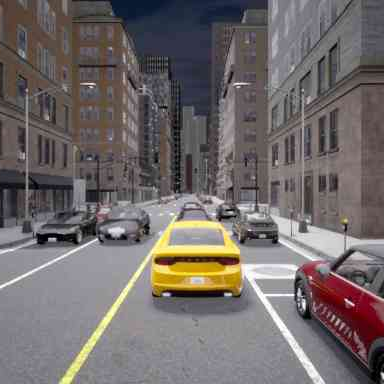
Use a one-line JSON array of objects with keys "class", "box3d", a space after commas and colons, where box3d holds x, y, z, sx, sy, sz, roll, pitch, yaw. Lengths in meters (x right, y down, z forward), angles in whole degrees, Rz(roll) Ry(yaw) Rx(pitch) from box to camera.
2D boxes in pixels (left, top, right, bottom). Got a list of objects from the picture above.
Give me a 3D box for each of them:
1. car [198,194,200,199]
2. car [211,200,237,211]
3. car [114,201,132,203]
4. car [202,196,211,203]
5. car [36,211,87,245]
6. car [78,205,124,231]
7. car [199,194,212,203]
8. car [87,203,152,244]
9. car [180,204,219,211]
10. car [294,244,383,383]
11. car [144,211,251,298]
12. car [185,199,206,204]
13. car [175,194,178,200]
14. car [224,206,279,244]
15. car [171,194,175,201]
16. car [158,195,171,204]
[{"class": "car", "box3d": [2.945, 1.616, 74.575, 2.008, 1.369, 4.403, 0, 0, 0]}, {"class": "car", "box3d": [2.868, 1.569, 26.667, 1.947, 1.339, 4.313, 0, 0, 0]}, {"class": "car", "box3d": [-5.657, 1.443, 26.671, 1.967, 1.590, 4.097, 0, 0, 0]}, {"class": "car", "box3d": [2.932, 1.579, 69.336, 1.752, 1.417, 4.829, 0, 0, 0]}, {"class": "car", "box3d": [-5.662, 1.567, 15.668, 1.947, 1.339, 4.313, 0, 0, 0]}, {"class": "car", "box3d": [-5.660, 1.584, 21.170, 1.802, 1.307, 4.206, 0, 0, 0]}, {"class": "car", "box3d": [2.919, 1.484, 63.757, 1.967, 1.590, 4.097, 0, 0, 0]}, {"class": "car", "box3d": [-3.075, 1.492, 15.960, 2.128, 1.511, 4.902, 0, 0, 0]}, {"class": "car", "box3d": [0.115, 1.565, 17.585, 1.994, 1.385, 4.181, 0, 0, 0]}, {"class": "car", "box3d": [2.858, 1.440, 4.662, 1.967, 1.590, 4.097, 0, 0, 0]}, {"class": "car", "box3d": [0.098, 1.478, 8.591, 1.882, 1.535, 5.008, 0, 0, 0]}, {"class": "car", "box3d": [0.012, 1.529, 26.396, 1.812, 1.442, 4.674, 0, 0, 2]}, {"class": "car", "box3d": [-5.544, 1.637, 90.647, 1.752, 1.417, 4.829, 0, 0, 0]}, {"class": "car", "box3d": [2.863, 1.552, 15.664, 2.008, 1.369, 4.403, 0, 0, 0]}, {"class": "car", "box3d": [-5.580, 1.616, 74.591, 2.008, 1.369, 4.403, 0, 0, 0]}, {"class": "car", "box3d": [-5.605, 1.626, 63.774, 1.802, 1.307, 4.206, 0, 0, 0]}]
